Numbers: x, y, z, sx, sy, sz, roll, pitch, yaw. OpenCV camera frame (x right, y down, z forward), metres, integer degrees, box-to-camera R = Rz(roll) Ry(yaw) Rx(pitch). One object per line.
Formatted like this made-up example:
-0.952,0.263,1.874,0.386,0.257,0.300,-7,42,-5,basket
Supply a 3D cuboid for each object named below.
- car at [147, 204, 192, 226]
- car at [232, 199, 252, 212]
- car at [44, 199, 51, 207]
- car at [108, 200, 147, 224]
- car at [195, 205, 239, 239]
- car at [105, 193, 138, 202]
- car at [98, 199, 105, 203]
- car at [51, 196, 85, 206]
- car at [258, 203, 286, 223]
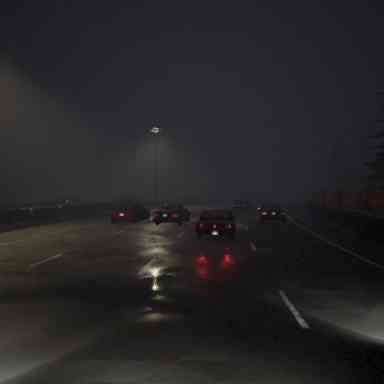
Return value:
-1.291,1.541,23.714,2.033,1.411,5.357,0,0,10,car
5.950,1.552,39.782,2.033,1.411,5.357,0,0,16,car
-20.187,1.433,50.504,1.882,1.535,5.008,0,0,17,car
-4.542,1.552,25.111,1.994,1.385,4.181,0,0,10,car
1.349,1.601,17.513,1.895,1.301,4.718,0,0,7,car
-9.845,1.199,48.501,2.150,2.045,5.566,0,0,18,car
-12.607,1.495,51.298,1.812,1.442,4.674,0,0,19,car
-17.375,1.312,47.758,2.097,1.767,4.553,0,0,17,car
6.188,1.555,25.794,2.033,1.411,5.357,0,0,11,car
